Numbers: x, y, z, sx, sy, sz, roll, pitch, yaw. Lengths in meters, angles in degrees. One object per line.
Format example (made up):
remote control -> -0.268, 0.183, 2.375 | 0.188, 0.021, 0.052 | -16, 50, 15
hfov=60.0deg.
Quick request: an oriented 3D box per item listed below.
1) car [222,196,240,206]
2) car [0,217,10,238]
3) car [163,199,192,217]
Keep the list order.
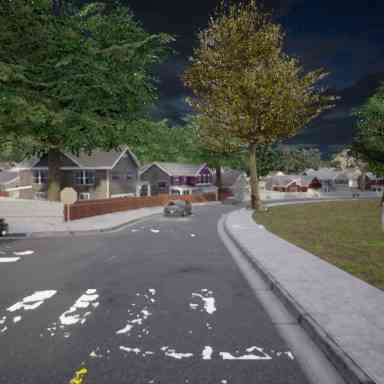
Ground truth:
car -> 6.256, 1.352, 52.844 | 1.812, 1.442, 4.674 | 1, 1, 27
car -> -10.339, 1.483, 13.855 | 4.892, 1.490, 1.837 | 0, 3, -5
car -> -1.223, 1.429, 30.329 | 1.837, 1.490, 4.892 | 0, 0, 11
